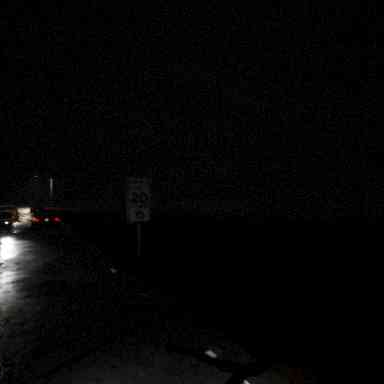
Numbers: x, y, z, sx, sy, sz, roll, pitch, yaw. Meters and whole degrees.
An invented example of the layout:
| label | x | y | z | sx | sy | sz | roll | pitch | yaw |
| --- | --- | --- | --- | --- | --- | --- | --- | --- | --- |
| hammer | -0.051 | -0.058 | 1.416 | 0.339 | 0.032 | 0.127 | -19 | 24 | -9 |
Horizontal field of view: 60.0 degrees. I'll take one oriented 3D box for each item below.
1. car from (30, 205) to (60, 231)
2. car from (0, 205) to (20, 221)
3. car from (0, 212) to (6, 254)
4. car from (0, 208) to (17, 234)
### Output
| label | x | y | z | sx | sy | sz | roll | pitch | yaw |
| --- | --- | --- | --- | --- | --- | --- | --- | --- | --- |
| car | -10.669 | 1.938 | 24.179 | 2.033 | 1.411 | 5.357 | 0 | -1 | -26 |
| car | -18.244 | 2.060 | 33.060 | 1.882 | 1.535 | 5.008 | 0 | -1 | -26 |
| car | -7.871 | 1.718 | 11.735 | 1.837 | 1.490 | 4.892 | 0 | 0 | -26 |
| car | -12.734 | 1.981 | 21.696 | 1.895 | 1.301 | 4.718 | 0 | -1 | -26 |
